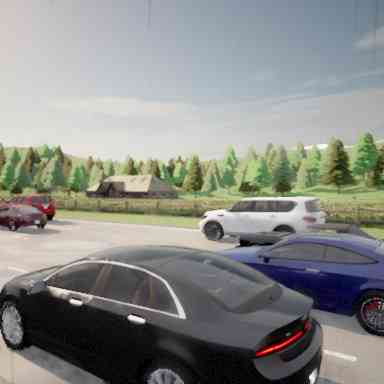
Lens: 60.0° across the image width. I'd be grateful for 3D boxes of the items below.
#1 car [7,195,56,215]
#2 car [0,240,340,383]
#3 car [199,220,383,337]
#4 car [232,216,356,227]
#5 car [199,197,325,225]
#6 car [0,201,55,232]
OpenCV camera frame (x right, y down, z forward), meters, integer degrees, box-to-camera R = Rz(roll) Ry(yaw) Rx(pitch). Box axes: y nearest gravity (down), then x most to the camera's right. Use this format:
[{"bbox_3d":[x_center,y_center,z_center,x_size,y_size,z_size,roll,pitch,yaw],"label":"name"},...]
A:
[{"bbox_3d":[-13.021,1.220,26.194,5.566,2.045,2.150,0,0,36],"label":"car"},{"bbox_3d":[-0.816,1.505,4.578,4.892,1.490,1.837,0,0,36],"label":"car"},{"bbox_3d":[2.364,1.525,6.609,4.674,1.442,1.812,0,0,36],"label":"car"},{"bbox_3d":[3.729,1.600,9.932,4.718,1.301,1.895,0,0,36],"label":"car"},{"bbox_3d":[2.995,1.221,14.760,5.566,2.045,2.150,0,0,36],"label":"car"},{"bbox_3d":[-10.640,1.524,20.176,4.674,1.442,1.812,0,0,35],"label":"car"}]
